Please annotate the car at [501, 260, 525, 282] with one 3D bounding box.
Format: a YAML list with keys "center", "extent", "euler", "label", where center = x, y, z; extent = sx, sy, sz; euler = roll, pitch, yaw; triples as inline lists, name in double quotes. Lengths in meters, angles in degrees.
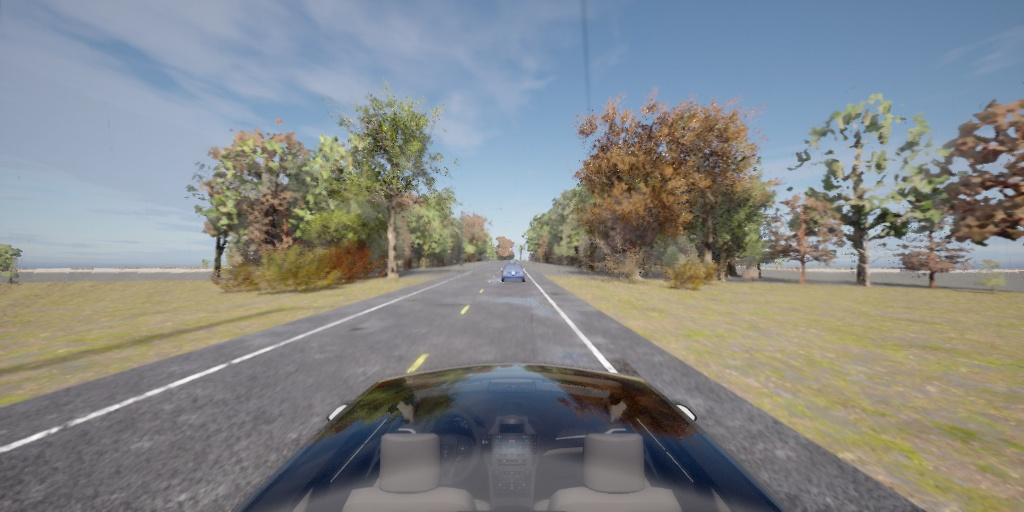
- center: [0.092, 1.326, 29.640]
  extent: [2.033, 1.411, 5.357]
  euler: [0, 0, 0]
  label: "car"
